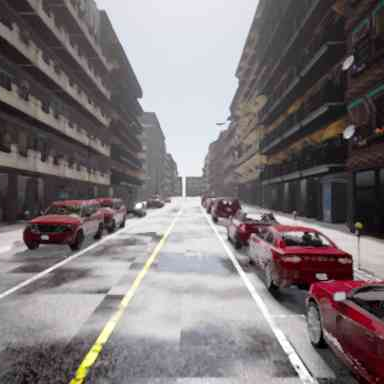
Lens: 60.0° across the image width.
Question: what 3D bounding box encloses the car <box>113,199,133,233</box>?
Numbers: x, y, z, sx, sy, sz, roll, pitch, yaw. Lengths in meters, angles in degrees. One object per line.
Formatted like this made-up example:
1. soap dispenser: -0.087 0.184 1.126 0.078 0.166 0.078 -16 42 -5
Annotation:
1. car: -5.276 1.327 20.012 2.192 1.841 5.009 1 0 0

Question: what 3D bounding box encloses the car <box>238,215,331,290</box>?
1. car: 2.590 1.548 8.884 1.887 1.381 4.507 1 0 0

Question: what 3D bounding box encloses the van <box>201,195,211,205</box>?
1. van: 2.601 1.456 64.198 1.690 1.788 3.998 1 0 0

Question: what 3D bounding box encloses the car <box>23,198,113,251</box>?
1. car: -5.280 1.323 14.482 2.192 1.841 5.009 1 0 0

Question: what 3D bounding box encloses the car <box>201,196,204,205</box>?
1. car: 2.584 1.643 47.603 1.802 1.307 4.206 1 0 0

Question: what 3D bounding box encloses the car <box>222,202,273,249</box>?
1. car: 2.604 1.448 14.415 1.967 1.590 4.097 1 0 0

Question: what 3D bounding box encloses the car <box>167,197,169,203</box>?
1. car: -5.258 1.622 53.195 1.887 1.381 4.507 1 0 0

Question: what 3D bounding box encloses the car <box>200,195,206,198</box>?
1. car: 2.597 1.410 58.666 2.192 1.841 5.009 1 0 0

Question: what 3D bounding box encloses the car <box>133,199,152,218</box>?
1. car: -5.274 1.592 31.074 1.947 1.339 4.313 1 0 0

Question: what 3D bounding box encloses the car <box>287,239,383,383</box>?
1. car: 2.586 1.546 3.354 1.887 1.381 4.507 1 0 0

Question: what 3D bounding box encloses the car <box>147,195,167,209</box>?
1. car: -5.256 1.377 47.664 2.192 1.841 5.009 1 0 0

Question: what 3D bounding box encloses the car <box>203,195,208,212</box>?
1. car: 2.579 1.476 36.541 1.967 1.590 4.097 1 0 0

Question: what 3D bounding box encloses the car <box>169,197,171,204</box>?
1. car: -5.247 1.719 69.789 1.802 1.307 4.206 1 0 0

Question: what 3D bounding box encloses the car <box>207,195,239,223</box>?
1. car: 2.574 1.333 25.477 2.192 1.841 5.009 1 0 0
